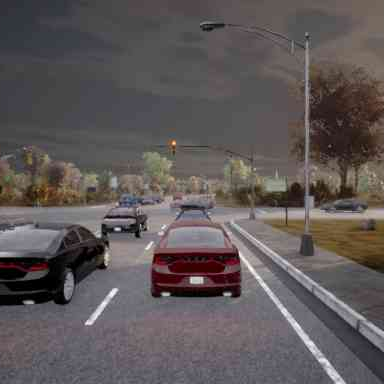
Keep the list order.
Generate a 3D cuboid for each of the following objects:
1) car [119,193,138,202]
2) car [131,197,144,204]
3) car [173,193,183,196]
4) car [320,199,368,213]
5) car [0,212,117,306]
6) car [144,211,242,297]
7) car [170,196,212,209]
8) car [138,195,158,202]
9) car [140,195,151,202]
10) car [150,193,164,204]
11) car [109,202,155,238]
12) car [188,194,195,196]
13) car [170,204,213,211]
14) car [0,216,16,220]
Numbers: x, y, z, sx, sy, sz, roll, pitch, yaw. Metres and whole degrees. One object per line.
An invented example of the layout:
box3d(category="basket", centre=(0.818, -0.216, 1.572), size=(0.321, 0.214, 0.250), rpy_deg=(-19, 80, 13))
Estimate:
box3d(category="car", centre=(-10.685, 1.221, 55.856), size=(2.150, 2.045, 5.566), rpy_deg=(0, 0, 2))
box3d(category="car", centre=(-10.686, 1.601, 65.623), size=(1.895, 1.301, 4.718), rpy_deg=(0, 0, 0))
box3d(category="car", centre=(-3.703, 1.217, 85.445), size=(2.150, 2.045, 5.566), rpy_deg=(0, 0, 0))
box3d(category="car", centre=(16.753, 1.503, 36.820), size=(4.892, 1.490, 1.837), rpy_deg=(0, 0, 3))
box3d(category="car", centre=(-3.417, 1.478, 8.141), size=(1.882, 1.535, 5.008), rpy_deg=(0, 0, 0))
box3d(category="car", centre=(0.081, 1.478, 8.616), size=(1.882, 1.535, 5.008), rpy_deg=(0, 0, 0))
box3d(category="car", centre=(-0.065, 1.491, 37.723), size=(4.902, 1.511, 2.128), rpy_deg=(0, 0, 3))
box3d(category="car", centre=(-7.223, 1.564, 55.437), size=(1.994, 1.385, 4.181), rpy_deg=(0, 0, -1))
box3d(category="car", centre=(-10.684, 1.500, 75.904), size=(1.837, 1.490, 4.892), rpy_deg=(0, 0, 0))
box3d(category="car", centre=(-7.197, 1.221, 64.551), size=(2.150, 2.045, 5.566), rpy_deg=(0, 0, 1))
box3d(category="car", centre=(-3.434, 1.491, 17.628), size=(2.128, 1.511, 4.902), rpy_deg=(0, 0, -1))
box3d(category="car", centre=(-0.204, 1.348, 85.809), size=(2.097, 1.767, 4.553), rpy_deg=(0, 0, 0))
box3d(category="car", centre=(0.061, 1.564, 17.605), size=(1.994, 1.385, 4.181), rpy_deg=(0, 0, 0))
box3d(category="car", centre=(-7.148, 1.601, 12.060), size=(1.895, 1.301, 4.718), rpy_deg=(0, 0, 0))
